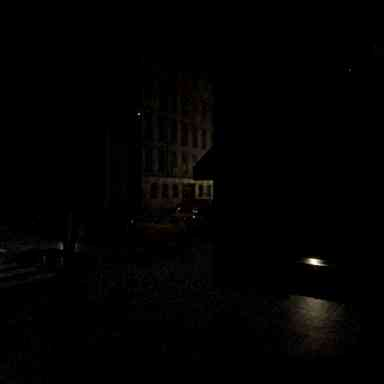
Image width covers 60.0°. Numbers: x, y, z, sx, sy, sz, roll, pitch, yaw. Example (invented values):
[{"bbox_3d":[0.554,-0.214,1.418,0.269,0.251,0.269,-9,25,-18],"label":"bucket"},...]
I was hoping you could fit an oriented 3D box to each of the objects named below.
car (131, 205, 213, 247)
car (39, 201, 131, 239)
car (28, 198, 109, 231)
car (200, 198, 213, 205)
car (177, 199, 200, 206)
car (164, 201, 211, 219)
[{"bbox_3d":[-0.290,1.530,15.123,1.752,1.417,4.829,0,0,36],"label":"car"},{"bbox_3d":[-5.141,1.457,17.765,1.882,1.535,5.008,0,0,34],"label":"car"},{"bbox_3d":[-6.913,1.282,19.656,2.192,1.841,5.009,0,0,36],"label":"car"},{"bbox_3d":[2.913,1.314,19.604,2.192,1.841,5.009,0,0,36],"label":"car"},{"bbox_3d":[0.693,1.321,25.934,2.097,1.767,4.553,0,0,35],"label":"car"},{"bbox_3d":[-0.313,1.521,28.899,1.947,1.339,4.313,0,0,36],"label":"car"}]
